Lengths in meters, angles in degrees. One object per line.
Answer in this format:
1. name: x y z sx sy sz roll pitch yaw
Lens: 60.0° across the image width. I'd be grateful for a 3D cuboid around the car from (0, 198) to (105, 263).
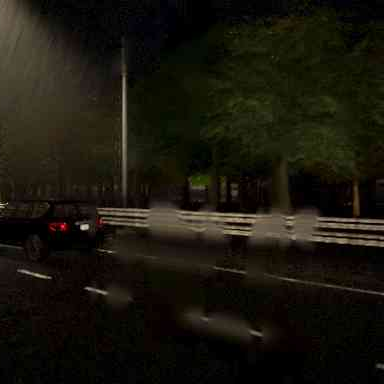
1. car: -5.604 1.223 12.168 5.566 2.045 2.150 0 0 36
